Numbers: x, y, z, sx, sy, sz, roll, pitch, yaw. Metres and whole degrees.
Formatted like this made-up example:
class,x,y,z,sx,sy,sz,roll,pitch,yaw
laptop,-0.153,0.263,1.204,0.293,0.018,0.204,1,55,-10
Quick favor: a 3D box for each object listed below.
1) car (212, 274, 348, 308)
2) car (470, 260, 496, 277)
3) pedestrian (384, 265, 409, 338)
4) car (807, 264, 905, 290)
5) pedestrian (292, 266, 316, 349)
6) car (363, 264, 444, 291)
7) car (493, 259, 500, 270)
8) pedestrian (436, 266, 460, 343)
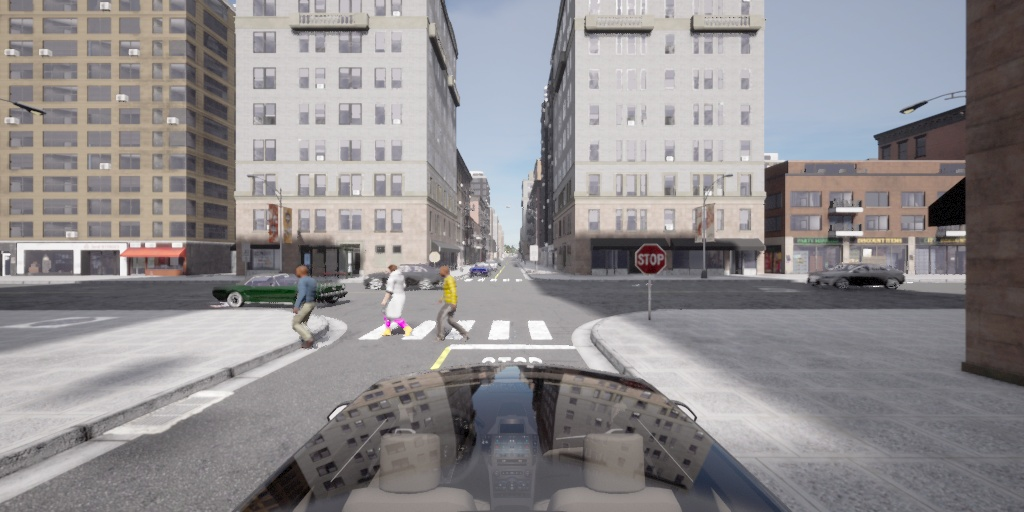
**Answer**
class,x,y,z,sx,sy,sz,roll,pitch,yaw
car,-9.235,1.372,14.520,4.718,1.301,1.895,0,0,7
car,-3.034,1.371,35.898,1.895,1.301,4.718,0,0,2
pedestrian,-2.830,1.046,8.831,0.375,1.860,0.375,0,0,0
car,20.604,1.217,21.605,4.902,1.511,2.128,0,0,0
pedestrian,-4.384,1.046,7.631,0.375,1.860,0.375,0,0,0
car,-6.396,1.254,21.620,4.902,1.511,2.128,0,0,0
car,-2.965,1.308,49.023,1.812,1.442,4.674,0,0,0
pedestrian,-1.464,1.046,8.229,0.375,1.860,0.375,0,0,0
